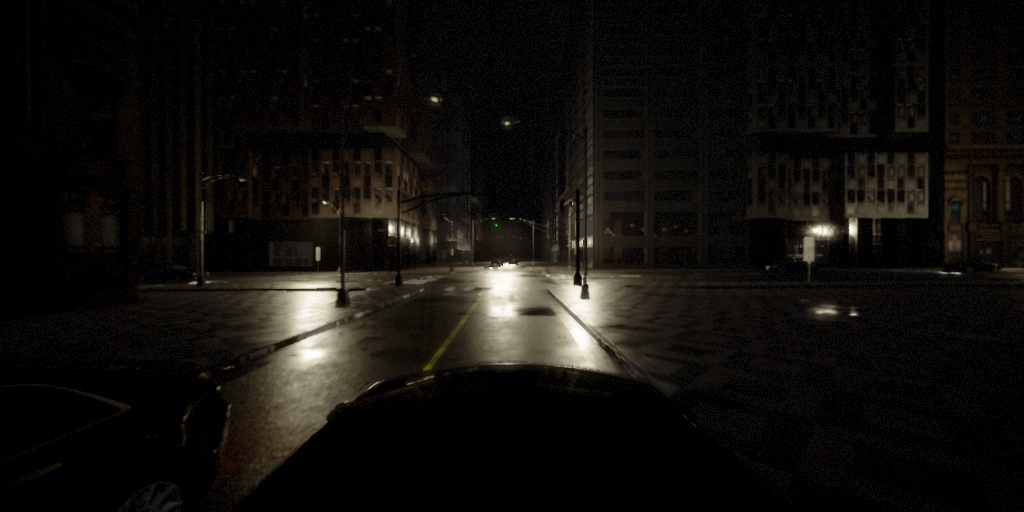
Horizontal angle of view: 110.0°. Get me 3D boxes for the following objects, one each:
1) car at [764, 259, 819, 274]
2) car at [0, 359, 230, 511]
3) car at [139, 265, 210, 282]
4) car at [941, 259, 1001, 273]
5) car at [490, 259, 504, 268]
[{"bbox_3d":[28.658,1.039,36.818,4.902,1.511,2.128,0,0,0],"label":"car"},{"bbox_3d":[-3.097,1.255,0.737,1.837,1.490,4.892,0,0,0],"label":"car"},{"bbox_3d":[-28.964,1.445,30.477,5.357,1.411,2.033,0,0,0],"label":"car"},{"bbox_3d":[46.796,1.037,36.625,4.181,1.385,1.994,0,0,0],"label":"car"},{"bbox_3d":[-2.836,1.262,63.829,1.837,1.490,4.892,0,0,1],"label":"car"}]
